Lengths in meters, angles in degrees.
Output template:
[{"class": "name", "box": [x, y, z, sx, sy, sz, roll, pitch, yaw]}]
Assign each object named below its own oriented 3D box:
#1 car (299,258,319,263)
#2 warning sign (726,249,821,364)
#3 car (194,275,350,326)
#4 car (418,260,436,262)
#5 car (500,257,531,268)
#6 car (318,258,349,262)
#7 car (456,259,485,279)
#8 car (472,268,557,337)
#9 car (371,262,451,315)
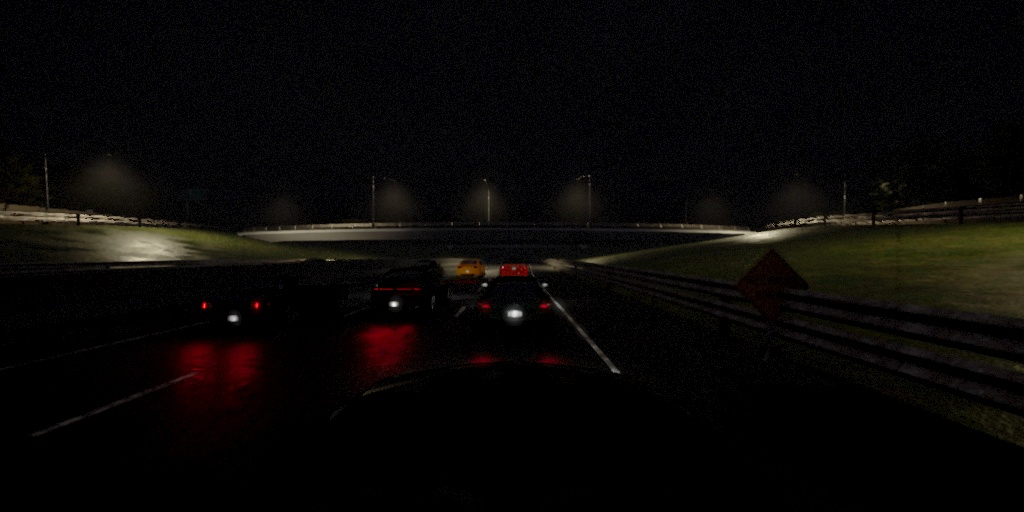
[{"class": "car", "box": [-24.034, 0.986, 43.373, 1.882, 1.535, 5.008, 0, 0, 3]}, {"class": "warning sign", "box": [4.553, 0.805, 6.332, 1.300, 1.860, 1.060, 0, 0, 0]}, {"class": "car", "box": [-6.913, 1.238, 11.128, 1.895, 1.301, 4.718, 0, 1, 0]}, {"class": "car", "box": [-6.793, 1.047, 28.726, 1.812, 1.442, 4.674, 0, 0, 1]}, {"class": "car", "box": [0.180, 0.879, 27.525, 2.097, 1.767, 4.553, 0, 0, 1]}, {"class": "car", "box": [-20.562, 1.111, 42.818, 1.895, 1.301, 4.718, 0, 0, 3]}, {"class": "car", "box": [-3.282, 0.998, 29.342, 1.882, 1.535, 5.008, 0, 0, 1]}, {"class": "car", "box": [0.080, 1.215, 9.861, 1.994, 1.385, 4.181, 0, 1, 0]}, {"class": "car", "box": [-3.409, 1.125, 12.812, 1.837, 1.490, 4.892, 0, 0, 0]}]
